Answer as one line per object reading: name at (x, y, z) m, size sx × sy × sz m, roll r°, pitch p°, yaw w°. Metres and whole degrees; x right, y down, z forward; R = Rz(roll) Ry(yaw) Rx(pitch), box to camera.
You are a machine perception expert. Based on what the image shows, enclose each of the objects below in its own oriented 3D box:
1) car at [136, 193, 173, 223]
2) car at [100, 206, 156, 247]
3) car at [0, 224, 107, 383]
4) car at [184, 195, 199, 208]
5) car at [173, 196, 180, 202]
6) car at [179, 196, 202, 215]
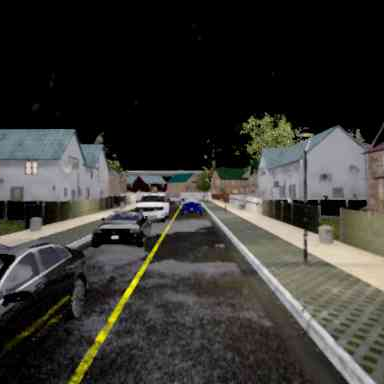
car at (-2.900, 1.112, 25.141) m, size 2.150 × 2.045 × 5.566 m, roll 0°, pitch 0°, yaw 0°
car at (-2.903, 1.504, 14.483) m, size 1.994 × 1.385 × 4.181 m, roll 0°, pitch 0°, yaw 0°
car at (-2.861, 1.476, 4.413) m, size 2.128 × 1.511 × 4.902 m, roll 0°, pitch 0°, yaw 0°
car at (-0.084, 1.263, 45.921) m, size 1.882 × 1.535 × 5.008 m, roll 0°, pitch 0°, yaw 0°
car at (-2.989, 1.310, 61.639) m, size 1.895 × 1.301 × 4.718 m, roll 0°, pitch 0°, yaw 0°
car at (-0.021, 1.333, 31.926) m, size 1.882 × 1.535 × 5.008 m, roll 0°, pitch 1°, yaw 0°
